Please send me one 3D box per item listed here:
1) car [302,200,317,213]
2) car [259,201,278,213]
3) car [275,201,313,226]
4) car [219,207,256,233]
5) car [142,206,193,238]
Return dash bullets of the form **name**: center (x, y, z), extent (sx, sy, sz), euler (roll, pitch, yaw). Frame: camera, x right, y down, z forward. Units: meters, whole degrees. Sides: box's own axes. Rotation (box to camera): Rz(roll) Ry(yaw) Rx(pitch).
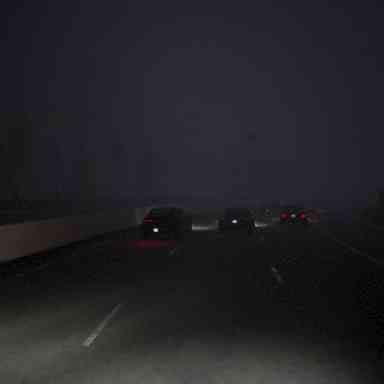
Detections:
- **car**: center (13.618, 1.666, 39.307), extent (1.812, 1.442, 4.674), euler (0, 0, 27)
- **car**: center (9.170, 1.735, 38.233), extent (1.895, 1.301, 4.718), euler (0, 0, 26)
- **car**: center (7.493, 1.634, 24.465), extent (2.033, 1.411, 5.357), euler (0, 0, 17)
- **car**: center (2.849, 1.635, 20.501), extent (1.994, 1.385, 4.181), euler (0, 0, 13)
- **car**: center (-1.231, 1.566, 18.329), extent (1.837, 1.490, 4.892), euler (0, 0, 12)
